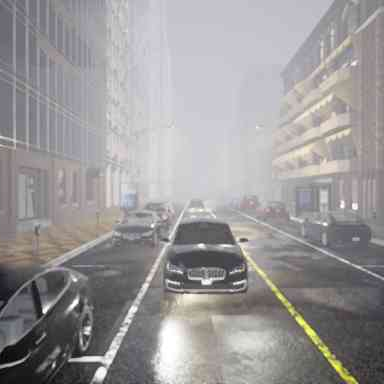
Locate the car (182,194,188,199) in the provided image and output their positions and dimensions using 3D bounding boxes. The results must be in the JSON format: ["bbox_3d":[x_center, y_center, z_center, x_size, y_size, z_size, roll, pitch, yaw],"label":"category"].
[{"bbox_3d":[-1.895,1.269,93.680,1.967,1.590,4.097,0,0,0],"label":"car"}]

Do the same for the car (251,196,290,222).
[{"bbox_3d":[6.171,1.382,25.858,1.967,1.590,4.097,0,0,0],"label":"car"}]

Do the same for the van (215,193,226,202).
[{"bbox_3d":[6.380,1.202,71.046,1.690,1.788,3.998,0,0,0],"label":"van"}]

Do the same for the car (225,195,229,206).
[{"bbox_3d":[6.276,1.478,48.453,1.802,1.307,4.206,0,0,0],"label":"car"}]

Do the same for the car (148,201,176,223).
[{"bbox_3d":[-2.210,1.467,25.727,1.752,1.417,4.829,0,0,0],"label":"car"}]

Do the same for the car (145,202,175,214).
[{"bbox_3d":[-2.236,1.394,20.249,1.967,1.590,4.097,0,0,0],"label":"car"}]

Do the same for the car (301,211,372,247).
[{"bbox_3d":[6.118,1.516,14.562,2.008,1.369,4.403,0,0,0],"label":"car"}]

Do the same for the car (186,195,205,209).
[{"bbox_3d":[0.559,1.470,43.119,1.994,1.385,4.181,0,0,0],"label":"car"}]

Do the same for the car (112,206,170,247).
[{"bbox_3d":[-2.262,1.516,14.600,2.008,1.369,4.403,0,0,0],"label":"car"}]

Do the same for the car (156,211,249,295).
[{"bbox_3d":[0.304,1.483,8.845,1.837,1.490,4.892,0,0,1],"label":"car"}]

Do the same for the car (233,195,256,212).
[{"bbox_3d":[6.224,1.234,37.155,2.192,1.841,5.009,0,0,0],"label":"car"}]

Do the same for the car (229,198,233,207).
[{"bbox_3d":[6.249,1.489,42.804,1.802,1.307,4.206,0,0,0],"label":"car"}]

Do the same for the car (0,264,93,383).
[{"bbox_3d":[-2.315,1.557,3.303,1.947,1.339,4.313,0,0,0],"label":"car"}]

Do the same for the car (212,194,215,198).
[{"bbox_3d":[6.407,1.418,76.695,1.947,1.339,4.313,0,0,0],"label":"car"}]
